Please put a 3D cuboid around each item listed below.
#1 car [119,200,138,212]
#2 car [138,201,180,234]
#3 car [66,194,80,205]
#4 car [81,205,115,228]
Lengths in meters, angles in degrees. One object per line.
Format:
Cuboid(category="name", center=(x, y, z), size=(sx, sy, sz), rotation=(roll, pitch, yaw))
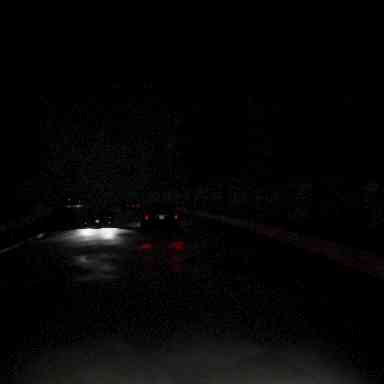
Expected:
Cuboid(category="car", center=(-7.569, 1.628, 40.050), size=(2.033, 1.411, 5.357), rotation=(0, 0, -21))
Cuboid(category="car", center=(-1.983, 1.389, 19.827), size=(2.097, 1.767, 4.553), rotation=(0, 0, -10))
Cuboid(category="car", center=(-22.290, 1.363, 61.724), size=(2.150, 2.045, 5.566), rotation=(0, 0, -29))
Cuboid(category="car", center=(-6.253, 1.613, 22.467), size=(1.994, 1.385, 4.181), rotation=(0, 0, -13))
